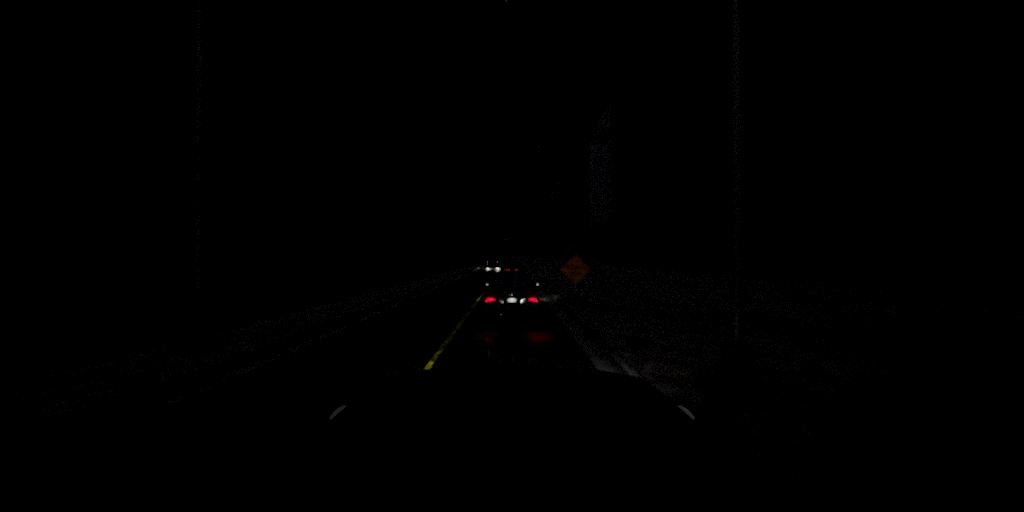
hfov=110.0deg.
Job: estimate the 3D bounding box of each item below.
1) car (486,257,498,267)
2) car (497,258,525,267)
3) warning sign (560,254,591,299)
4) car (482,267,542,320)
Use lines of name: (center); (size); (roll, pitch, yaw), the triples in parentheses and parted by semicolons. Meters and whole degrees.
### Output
car: (-3.121, 1.018, 59.232); (2.097, 1.767, 4.553); (0, 0, 0)
car: (0.018, 1.210, 29.685); (1.837, 1.490, 4.892); (0, 0, 1)
warning sign: (2.704, 0.843, 15.152); (1.300, 1.860, 1.060); (0, 0, 0)
car: (0.010, 1.279, 12.514); (2.033, 1.411, 5.357); (0, 0, 0)
